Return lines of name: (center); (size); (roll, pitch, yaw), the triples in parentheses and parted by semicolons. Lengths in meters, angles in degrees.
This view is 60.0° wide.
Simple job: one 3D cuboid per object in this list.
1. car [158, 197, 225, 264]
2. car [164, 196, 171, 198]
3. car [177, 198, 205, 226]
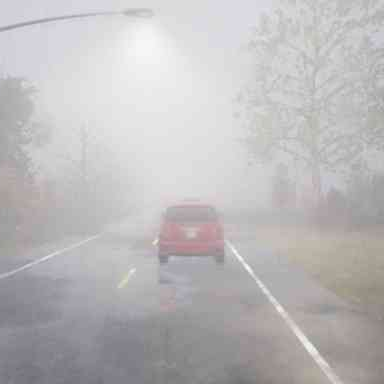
car: (-0.013, 1.363, 12.550); (2.150, 2.045, 5.566); (0, 0, 0)
car: (-4.647, 1.906, 65.823); (2.150, 2.045, 5.566); (0, -1, -6)
car: (-0.082, 1.526, 27.573); (2.150, 2.045, 5.566); (0, 0, 0)
